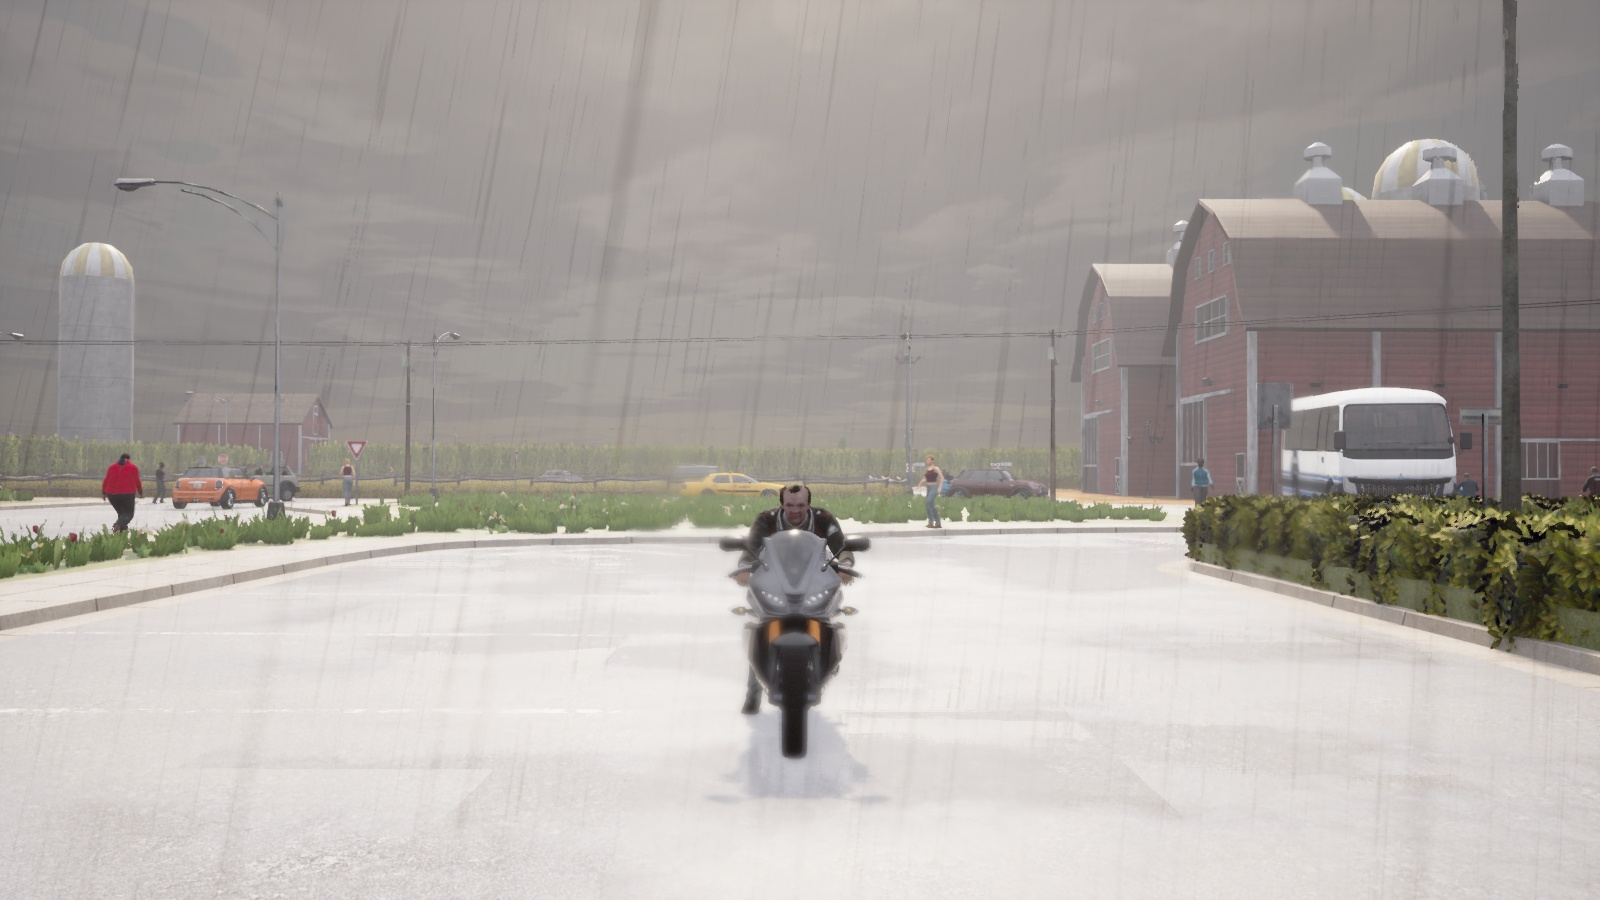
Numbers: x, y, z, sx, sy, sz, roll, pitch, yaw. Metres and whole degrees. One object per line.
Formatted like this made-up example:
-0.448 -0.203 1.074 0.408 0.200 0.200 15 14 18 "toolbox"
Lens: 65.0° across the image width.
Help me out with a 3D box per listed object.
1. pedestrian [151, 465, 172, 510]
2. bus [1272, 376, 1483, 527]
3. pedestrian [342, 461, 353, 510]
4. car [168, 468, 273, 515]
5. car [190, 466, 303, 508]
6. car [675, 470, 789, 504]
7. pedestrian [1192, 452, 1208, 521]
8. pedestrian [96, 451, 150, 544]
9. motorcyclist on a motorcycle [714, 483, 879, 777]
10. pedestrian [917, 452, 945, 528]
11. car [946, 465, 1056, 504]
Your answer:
-27.831 1.637 54.743 0.666 1.930 0.402 0 -1 3 "pedestrian"
18.366 0.040 40.930 3.944 4.253 10.273 -1 0 11 "bus"
-17.242 1.341 47.864 0.345 1.836 0.594 0 -1 -26 "pedestrian"
-22.878 1.599 49.820 2.097 1.767 4.553 0 -1 -1 "car"
-25.677 1.712 58.404 1.932 1.855 4.605 -2 -1 28 "car"
-3.219 1.778 60.367 5.366 1.575 1.801 0 -1 0 "car"
11.365 1.022 35.652 0.396 1.930 0.692 -1 -1 16 "pedestrian"
-13.708 0.951 25.453 0.634 1.844 0.899 0 -1 -3 "pedestrian"
-0.023 0.979 7.742 0.866 1.530 2.191 0 -1 0 "motorcyclist on a motorcycle"
3.210 0.972 30.765 0.594 1.836 0.345 0 -1 -29 "pedestrian"
9.281 1.581 58.030 4.553 1.767 2.097 -1 -1 27 "car"
